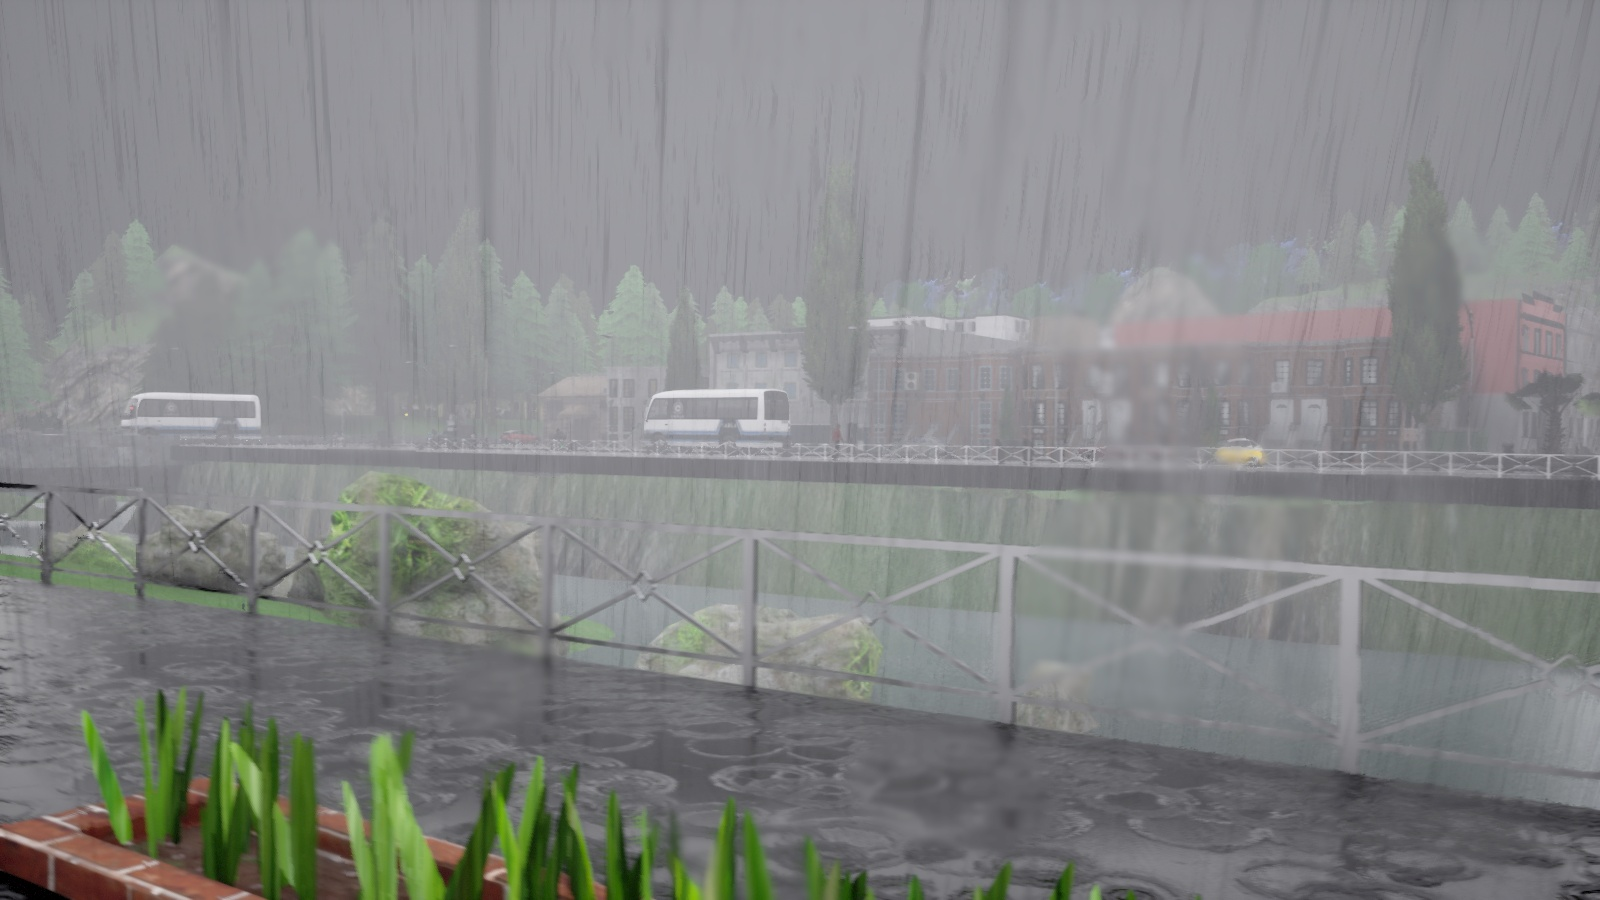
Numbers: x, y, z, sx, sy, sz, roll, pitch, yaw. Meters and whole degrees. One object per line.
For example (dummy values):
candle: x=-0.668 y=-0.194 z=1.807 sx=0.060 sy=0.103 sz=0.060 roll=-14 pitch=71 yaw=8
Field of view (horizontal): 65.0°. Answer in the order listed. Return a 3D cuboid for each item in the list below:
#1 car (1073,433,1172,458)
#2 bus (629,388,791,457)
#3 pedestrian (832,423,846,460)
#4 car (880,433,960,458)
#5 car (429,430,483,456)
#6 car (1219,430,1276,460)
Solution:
car: x=17.164 y=-0.236 z=66.850 sx=4.718 sy=1.301 sz=1.895 roll=0 pitch=1 yaw=34
bus: x=-5.973 y=-1.713 z=82.183 sx=10.273 sy=4.253 sz=3.944 roll=0 pitch=1 yaw=34
pedestrian: x=1.933 y=-0.428 z=62.402 sx=0.636 sy=1.846 sz=0.331 roll=0 pitch=1 yaw=34
car: x=7.009 y=-0.272 z=73.592 sx=4.181 sy=1.385 sz=1.994 roll=0 pitch=1 yaw=34
car: x=-26.231 y=-0.540 z=95.656 sx=3.866 sy=1.878 sz=1.905 roll=0 pitch=1 yaw=34
car: x=21.171 y=-0.216 z=59.389 sx=2.207 sy=1.376 sz=1.481 roll=0 pitch=1 yaw=34
